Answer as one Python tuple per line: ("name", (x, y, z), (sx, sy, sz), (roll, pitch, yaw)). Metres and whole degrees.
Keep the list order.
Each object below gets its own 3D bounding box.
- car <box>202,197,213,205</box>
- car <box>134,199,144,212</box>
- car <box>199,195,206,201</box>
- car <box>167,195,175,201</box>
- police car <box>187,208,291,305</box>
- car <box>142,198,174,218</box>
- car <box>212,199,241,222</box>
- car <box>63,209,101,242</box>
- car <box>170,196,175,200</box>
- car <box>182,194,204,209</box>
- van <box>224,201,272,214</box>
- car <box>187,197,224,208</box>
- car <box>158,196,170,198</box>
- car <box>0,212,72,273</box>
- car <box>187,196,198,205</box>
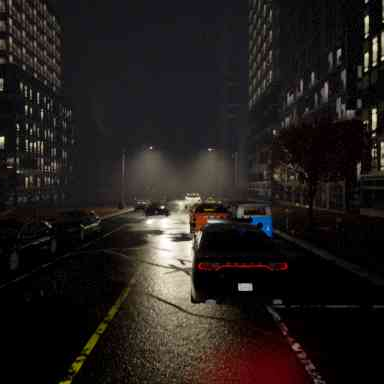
("car", (2.810, 1.574, 61.029), (1.947, 1.339, 4.313), (-1, 0, 0))
("car", (-5.619, 1.549, 38.548), (2.008, 1.369, 4.403), (-1, 0, 0))
("car", (2.870, 1.557, 89.324), (1.752, 1.417, 4.829), (-1, 0, 0))
("car", (-5.510, 1.614, 89.172), (1.802, 1.307, 4.206), (-1, 0, 0))
("police car", (0.917, 1.422, 8.269), (1.930, 1.638, 5.238), (0, 0, 0))
("car", (-3.028, 1.560, 30.133), (1.994, 1.385, 4.181), (0, 0, 0))
("car", (2.734, 1.436, 27.280), (1.967, 1.590, 4.097), (-1, 0, 0))
("car", (-5.668, 1.546, 16.048), (2.008, 1.369, 4.403), (-1, 0, 0))
("car", (-5.534, 1.566, 77.923), (1.887, 1.381, 4.507), (-1, 0, 0))
("car", (0.123, 1.221, 45.588), (2.150, 2.045, 5.566), (0, 0, 0))
("van", (2.708, 1.337, 16.031), (1.690, 1.788, 3.998), (-1, 0, 0))
("car", (0.928, 1.348, 18.132), (2.097, 1.767, 4.553), (0, 0, 0))
("car", (-5.573, 1.448, 61.048), (1.967, 1.590, 4.097), (-1, 0, 0))
("car", (-5.680, 1.547, 10.424), (2.008, 1.369, 4.403), (-1, 0, 0))
("car", (0.126, 1.484, 58.198), (1.882, 1.535, 5.008), (0, 0, 0))
